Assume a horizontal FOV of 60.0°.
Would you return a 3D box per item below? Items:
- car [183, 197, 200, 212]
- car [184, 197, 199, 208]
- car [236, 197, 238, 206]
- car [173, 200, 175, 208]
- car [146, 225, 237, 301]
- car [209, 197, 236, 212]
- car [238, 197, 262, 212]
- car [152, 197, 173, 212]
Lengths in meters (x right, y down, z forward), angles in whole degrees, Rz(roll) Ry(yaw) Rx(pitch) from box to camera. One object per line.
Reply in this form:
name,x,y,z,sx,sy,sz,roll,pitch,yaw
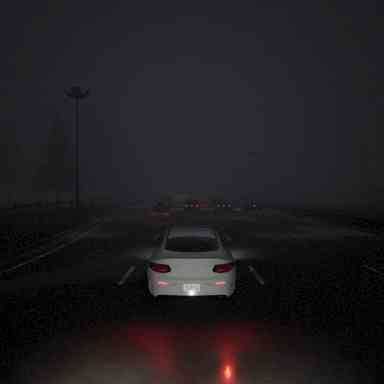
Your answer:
car,-0.029,1.547,38.790,2.033,1.411,5.357,0,0,0
car,-0.037,1.491,49.209,2.128,1.511,4.902,0,0,0
car,6.963,1.526,49.215,1.812,1.442,4.674,0,0,0
car,-3.537,1.491,49.207,2.128,1.511,4.902,0,0,0
car,-0.006,1.526,8.181,1.812,1.442,4.674,0,0,0
car,3.471,1.547,38.793,2.033,1.411,5.357,0,0,0
car,6.970,1.564,39.212,1.994,1.385,4.181,0,0,0
car,-3.530,1.526,39.204,1.812,1.442,4.674,0,0,0
